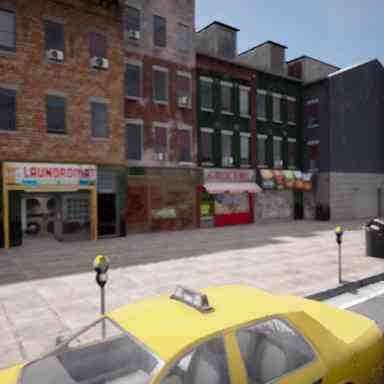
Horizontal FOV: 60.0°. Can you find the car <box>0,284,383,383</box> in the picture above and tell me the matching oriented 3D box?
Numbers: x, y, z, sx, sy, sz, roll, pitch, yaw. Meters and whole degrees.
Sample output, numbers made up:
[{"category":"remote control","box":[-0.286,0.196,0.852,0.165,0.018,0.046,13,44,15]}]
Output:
[{"category":"car","box":[-0.213,1.516,2.664,4.829,1.417,1.752,-1,0,-35]}]
